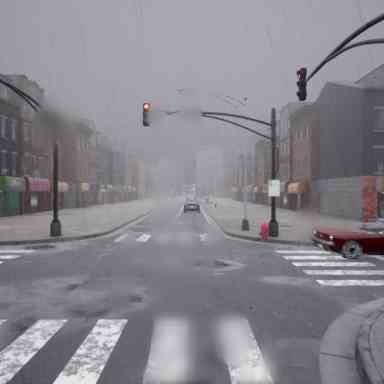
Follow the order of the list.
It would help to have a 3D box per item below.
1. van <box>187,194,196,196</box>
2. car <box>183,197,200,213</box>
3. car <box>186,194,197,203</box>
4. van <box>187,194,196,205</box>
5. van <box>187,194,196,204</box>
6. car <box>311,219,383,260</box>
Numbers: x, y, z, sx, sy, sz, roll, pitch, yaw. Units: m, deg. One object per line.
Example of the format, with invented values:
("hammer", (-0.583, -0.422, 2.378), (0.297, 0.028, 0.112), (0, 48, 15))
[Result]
("van", (-0.078, 1.342, 53.537), (1.690, 1.788, 3.998), (0, 0, 0))
("car", (-0.016, 1.564, 36.720), (1.947, 1.339, 4.313), (0, 0, 0))
("car", (-0.140, 1.328, 70.353), (2.192, 1.841, 5.009), (0, 0, 0))
("van", (-0.099, 1.345, 59.142), (1.690, 1.788, 3.998), (0, 0, 0))
("van", (-0.119, 1.349, 64.748), (1.690, 1.788, 3.998), (0, 0, 0))
("car", (6.826, 1.620, 11.903), (4.718, 1.301, 1.895), (0, 0, 0))
